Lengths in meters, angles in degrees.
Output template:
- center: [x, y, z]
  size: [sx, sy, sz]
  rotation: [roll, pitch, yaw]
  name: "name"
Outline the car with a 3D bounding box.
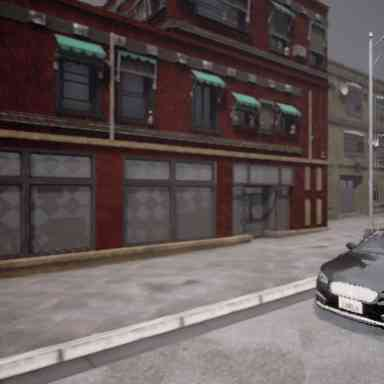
- center: [4.416, 1.420, 6.526]
  size: [4.902, 1.511, 2.128]
  rotation: [-1, 1, -35]
  name: "car"
